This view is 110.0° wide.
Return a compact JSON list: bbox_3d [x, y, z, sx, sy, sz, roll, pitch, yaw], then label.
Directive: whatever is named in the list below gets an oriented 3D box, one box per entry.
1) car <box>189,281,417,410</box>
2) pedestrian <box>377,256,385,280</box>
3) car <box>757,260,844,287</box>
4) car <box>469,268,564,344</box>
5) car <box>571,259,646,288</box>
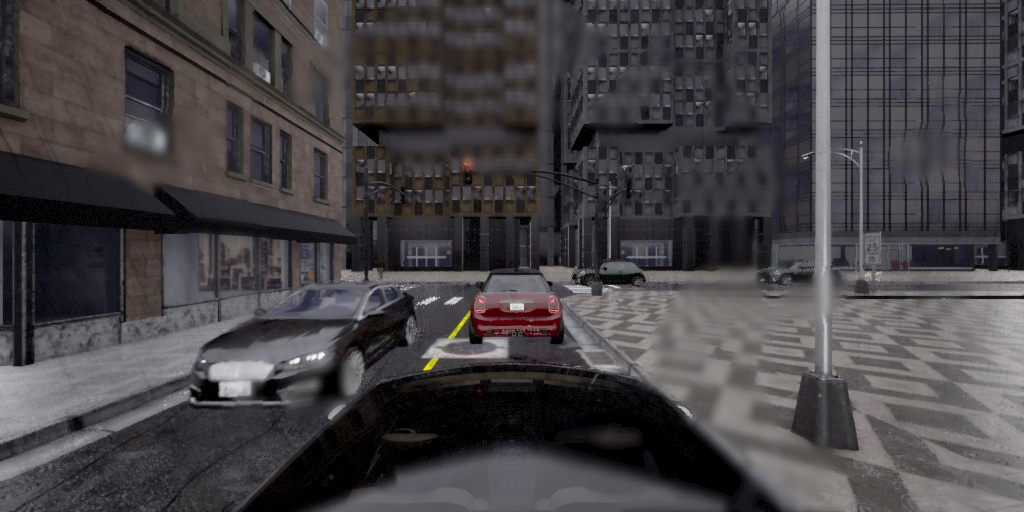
[{"bbox_3d":[-3.114,1.241,6.495,2.128,1.511,4.902,0,0,0],"label":"car"},{"bbox_3d":[-9.839,0.902,26.925,0.375,1.860,0.375,0,0,1],"label":"pedestrian"},{"bbox_3d":[18.818,1.075,23.576,4.553,1.767,2.097,0,0,1],"label":"car"},{"bbox_3d":[0.068,1.102,9.743,2.097,1.767,4.553,0,0,-1],"label":"car"},{"bbox_3d":[6.203,1.090,23.376,4.553,1.767,2.097,0,0,-4],"label":"car"}]
